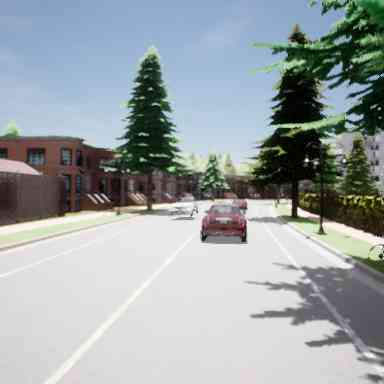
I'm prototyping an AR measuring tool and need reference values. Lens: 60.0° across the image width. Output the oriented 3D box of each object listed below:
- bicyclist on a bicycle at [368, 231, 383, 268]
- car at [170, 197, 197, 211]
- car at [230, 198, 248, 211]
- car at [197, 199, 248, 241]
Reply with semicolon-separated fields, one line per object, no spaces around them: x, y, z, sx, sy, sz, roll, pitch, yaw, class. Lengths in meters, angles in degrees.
5.827;1.369;9.361;1.656;1.620;0.582;2;0;6;bicyclist on a bicycle
-0.535;1.119;27.170;1.812;1.442;4.674;1;0;9;car
5.986;1.570;42.003;1.994;1.385;4.181;1;0;12;car
1.672;1.344;16.824;2.097;1.767;4.553;1;0;7;car
